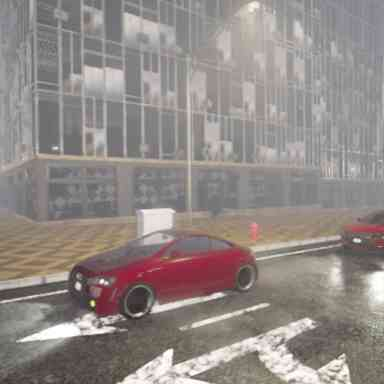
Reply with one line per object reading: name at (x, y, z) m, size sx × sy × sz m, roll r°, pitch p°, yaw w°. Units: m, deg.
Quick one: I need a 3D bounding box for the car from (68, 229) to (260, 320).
car at (-0.480, 1.557, 7.319) m, size 4.181 × 1.385 × 1.994 m, roll 0°, pitch 0°, yaw -35°

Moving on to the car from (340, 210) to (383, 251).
car at (7.942, 1.460, 13.291) m, size 5.008 × 1.535 × 1.882 m, roll 0°, pitch 0°, yaw -35°
